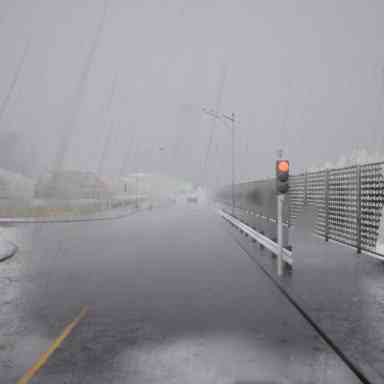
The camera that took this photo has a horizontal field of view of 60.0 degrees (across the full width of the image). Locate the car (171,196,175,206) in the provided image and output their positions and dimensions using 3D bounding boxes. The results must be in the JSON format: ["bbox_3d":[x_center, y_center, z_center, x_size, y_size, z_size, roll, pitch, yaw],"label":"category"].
[{"bbox_3d":[-4.107,1.564,50.616,1.994,1.385,4.181,0,0,0],"label":"car"}]

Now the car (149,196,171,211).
[{"bbox_3d":[-4.108,1.491,40.679,2.128,1.511,4.902,0,0,0],"label":"car"}]

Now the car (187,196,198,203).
[{"bbox_3d":[0.086,1.477,67.088,1.882,1.535,5.008,0,0,0],"label":"car"}]

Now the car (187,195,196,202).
[{"bbox_3d":[-0.022,1.540,77.431,2.033,1.411,5.357,0,0,0],"label":"car"}]
